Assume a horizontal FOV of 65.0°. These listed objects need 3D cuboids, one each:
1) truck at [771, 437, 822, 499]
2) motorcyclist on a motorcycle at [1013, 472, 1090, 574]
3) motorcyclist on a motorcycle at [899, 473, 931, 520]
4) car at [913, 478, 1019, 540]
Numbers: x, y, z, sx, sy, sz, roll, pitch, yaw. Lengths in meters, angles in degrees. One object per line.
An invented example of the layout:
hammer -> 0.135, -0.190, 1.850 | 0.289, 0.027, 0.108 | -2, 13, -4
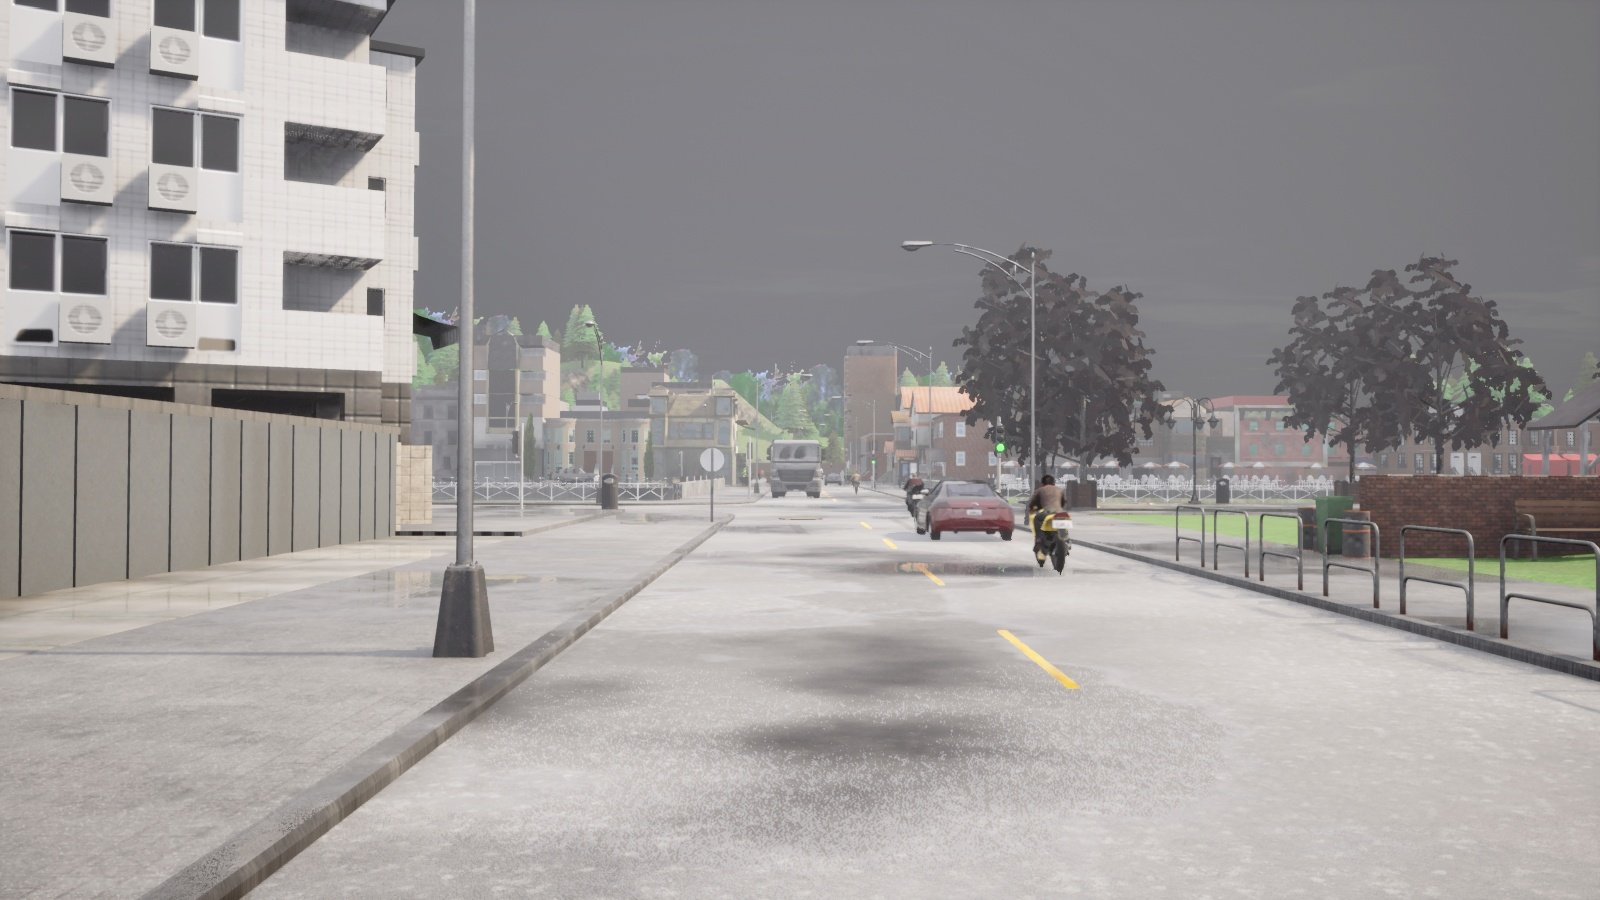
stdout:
truck -> -0.218, 1.085, 74.708 | 2.891, 3.462, 7.936 | 0, -1, 0
motorcyclist on a motorcycle -> 3.943, 1.115, 19.882 | 0.797, 1.523, 2.044 | 0, -1, 0
motorcyclist on a motorcycle -> 3.883, 1.542, 42.427 | 0.866, 1.530, 2.191 | 0, -1, 0
car -> 3.914, 1.370, 30.293 | 1.994, 1.385, 4.181 | 0, -1, 0
